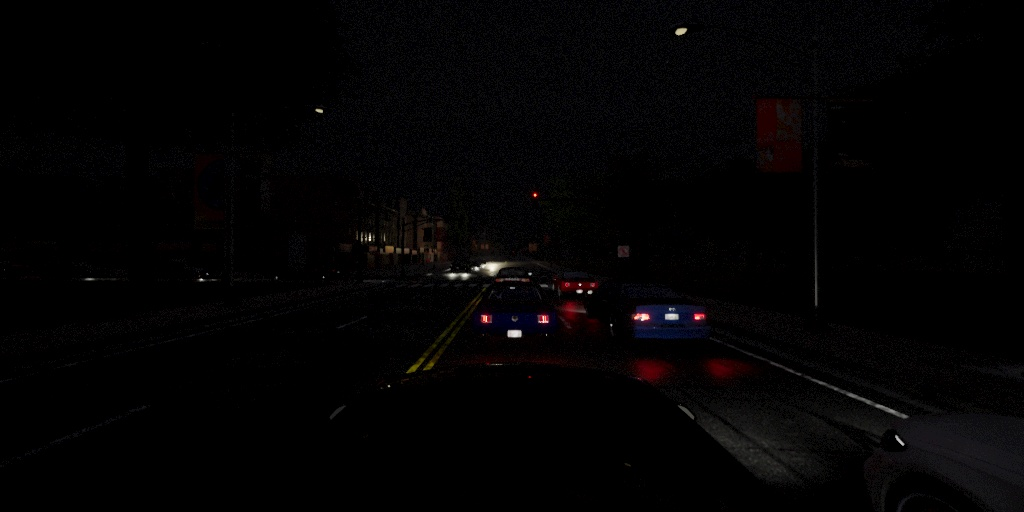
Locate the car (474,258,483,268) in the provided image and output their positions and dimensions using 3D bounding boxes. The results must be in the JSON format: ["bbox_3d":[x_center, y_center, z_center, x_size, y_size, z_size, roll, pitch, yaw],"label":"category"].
[{"bbox_3d":[-6.597,1.315,61.901,1.994,1.385,4.181,0,0,0],"label":"car"}]

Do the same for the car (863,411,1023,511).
[{"bbox_3d":[3.344,1.275,0.487,1.812,1.442,4.674,0,0,0],"label":"car"}]

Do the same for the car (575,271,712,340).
[{"bbox_3d":[3.328,1.324,9.963,2.033,1.411,5.357,0,0,0],"label":"car"}]

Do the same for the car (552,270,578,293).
[{"bbox_3d":[3.296,1.444,19.607,1.895,1.301,4.718,0,0,0],"label":"car"}]

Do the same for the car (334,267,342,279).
[{"bbox_3d":[-18.049,1.443,33.146,4.181,1.385,1.994,1,0,0],"label":"car"}]

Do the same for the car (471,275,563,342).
[{"bbox_3d":[0.078,1.376,9.838,1.895,1.301,4.718,0,0,0],"label":"car"}]

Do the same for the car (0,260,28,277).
[{"bbox_3d":[-47.892,1.132,33.211,5.008,1.535,1.882,0,0,0],"label":"car"}]

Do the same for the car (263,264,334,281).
[{"bbox_3d":[-18.098,1.457,30.251,4.718,1.301,1.895,1,0,0],"label":"car"}]

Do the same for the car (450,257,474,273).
[{"bbox_3d":[-6.617,1.089,46.509,2.150,2.045,5.566,0,0,1],"label":"car"}]

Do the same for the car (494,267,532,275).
[{"bbox_3d":[0.045,1.318,19.178,1.882,1.535,5.008,0,0,0],"label":"car"}]

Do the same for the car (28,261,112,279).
[{"bbox_3d":[-36.882,1.172,30.261,5.008,1.535,1.882,1,0,0],"label":"car"}]

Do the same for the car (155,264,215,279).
[{"bbox_3d":[-27.688,1.329,30.247,4.181,1.385,1.994,0,0,0],"label":"car"}]
